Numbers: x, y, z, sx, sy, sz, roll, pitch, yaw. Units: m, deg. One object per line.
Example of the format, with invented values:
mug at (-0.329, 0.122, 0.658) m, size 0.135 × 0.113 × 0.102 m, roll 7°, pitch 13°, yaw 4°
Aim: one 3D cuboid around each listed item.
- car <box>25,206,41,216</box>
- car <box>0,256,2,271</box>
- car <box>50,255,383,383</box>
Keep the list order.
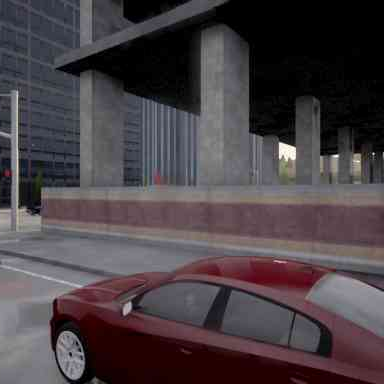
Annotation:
car at (-14.129, 1.656, 33.535) m, size 1.895 × 1.301 × 4.718 m, roll 0°, pitch 0°, yaw 36°
car at (-6.923, 1.564, 8.871) m, size 4.181 × 1.385 × 1.994 m, roll 0°, pitch 0°, yaw 36°
car at (0.425, 1.478, 3.686) m, size 5.008 × 1.535 × 1.882 m, roll 0°, pitch 0°, yaw 35°
